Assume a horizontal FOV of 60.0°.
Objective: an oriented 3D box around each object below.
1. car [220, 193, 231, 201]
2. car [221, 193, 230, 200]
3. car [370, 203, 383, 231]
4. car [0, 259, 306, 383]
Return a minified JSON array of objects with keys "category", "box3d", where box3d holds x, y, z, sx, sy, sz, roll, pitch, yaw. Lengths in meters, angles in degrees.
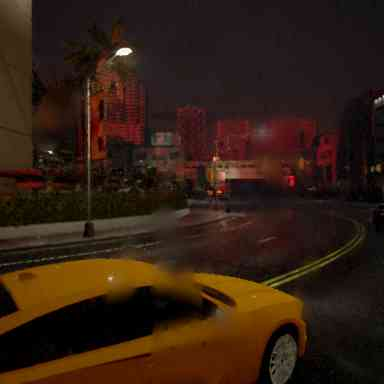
[{"category":"car","box3d":[8.402,1.351,80.059,2.097,1.535,5.008,0,0,3]},{"category":"car","box3d":[8.636,1.218,86.482,2.185,1.767,4.553,0,0,3]},{"category":"car","box3d":[11.725,1.399,19.615,2.128,1.511,4.902,0,0,25]},{"category":"car","box3d":[-0.817,1.481,3.477,5.008,1.535,1.882,0,0,-37]}]
